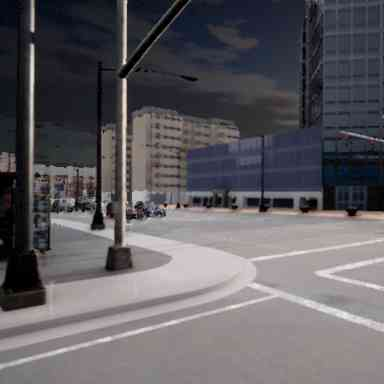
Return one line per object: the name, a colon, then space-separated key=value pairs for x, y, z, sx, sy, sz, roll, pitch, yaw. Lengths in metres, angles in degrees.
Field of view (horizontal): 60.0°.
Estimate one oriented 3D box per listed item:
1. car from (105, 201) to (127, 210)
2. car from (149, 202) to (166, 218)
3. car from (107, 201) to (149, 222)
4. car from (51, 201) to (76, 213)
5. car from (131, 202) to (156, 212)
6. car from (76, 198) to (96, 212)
car: x=-13.486 y=2.372 z=58.890 sx=2.128 sy=1.511 sz=4.902 roll=1 pitch=-1 yaw=-36
car: x=-4.600 y=1.800 z=34.547 sx=2.097 sy=1.767 sz=4.553 roll=1 pitch=-1 yaw=-36
car: x=-6.211 y=1.862 z=30.802 sx=1.882 sy=1.535 sz=5.008 roll=1 pitch=-1 yaw=-36
car: x=-19.032 y=2.057 z=48.653 sx=2.097 sy=1.767 sz=4.553 roll=1 pitch=-1 yaw=-36
car: x=-7.428 y=2.257 z=50.612 sx=1.812 sy=1.442 sz=4.674 roll=1 pitch=-1 yaw=-35
car: x=-16.191 y=2.000 z=50.700 sx=2.150 sy=2.045 sz=5.566 roll=1 pitch=-1 yaw=-36
